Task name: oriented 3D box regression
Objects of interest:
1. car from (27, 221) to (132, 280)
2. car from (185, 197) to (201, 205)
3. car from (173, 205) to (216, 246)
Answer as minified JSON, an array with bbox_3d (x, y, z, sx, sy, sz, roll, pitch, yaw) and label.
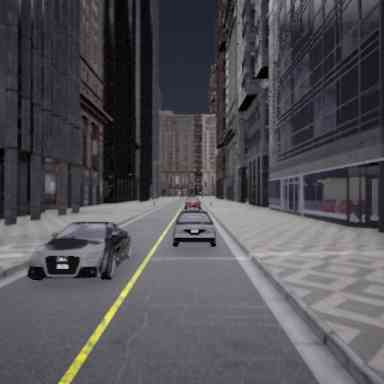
[{"bbox_3d":[-3.035,1.571,9.814,1.994,1.385,4.181,0,0,0],"label":"car"},{"bbox_3d":[0.102,1.408,44.193,2.097,1.767,4.553,0,0,0],"label":"car"},{"bbox_3d":[0.101,1.559,15.325,2.033,1.411,5.357,0,0,0],"label":"car"}]
